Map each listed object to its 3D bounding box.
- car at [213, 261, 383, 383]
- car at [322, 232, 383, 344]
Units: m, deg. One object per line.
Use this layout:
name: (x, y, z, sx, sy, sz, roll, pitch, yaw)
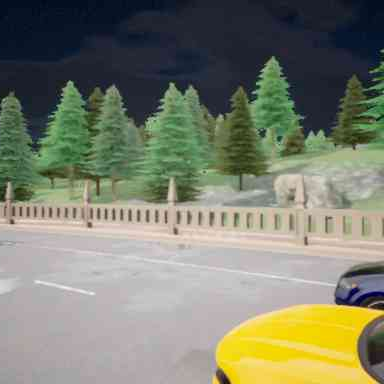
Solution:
car: (2.455, 1.460, 2.079, 5.008, 1.535, 1.882, 0, 0, 36)
car: (4.394, 1.532, 4.971, 4.181, 1.385, 1.994, 0, 0, 36)
